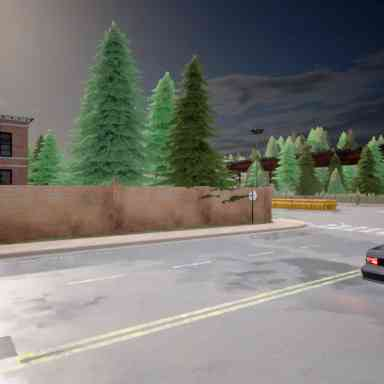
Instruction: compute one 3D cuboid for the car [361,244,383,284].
[{"bbox_3d":[6.323,1.547,8.239,5.357,1.411,2.033,0,0,-35],"label":"car"}]
